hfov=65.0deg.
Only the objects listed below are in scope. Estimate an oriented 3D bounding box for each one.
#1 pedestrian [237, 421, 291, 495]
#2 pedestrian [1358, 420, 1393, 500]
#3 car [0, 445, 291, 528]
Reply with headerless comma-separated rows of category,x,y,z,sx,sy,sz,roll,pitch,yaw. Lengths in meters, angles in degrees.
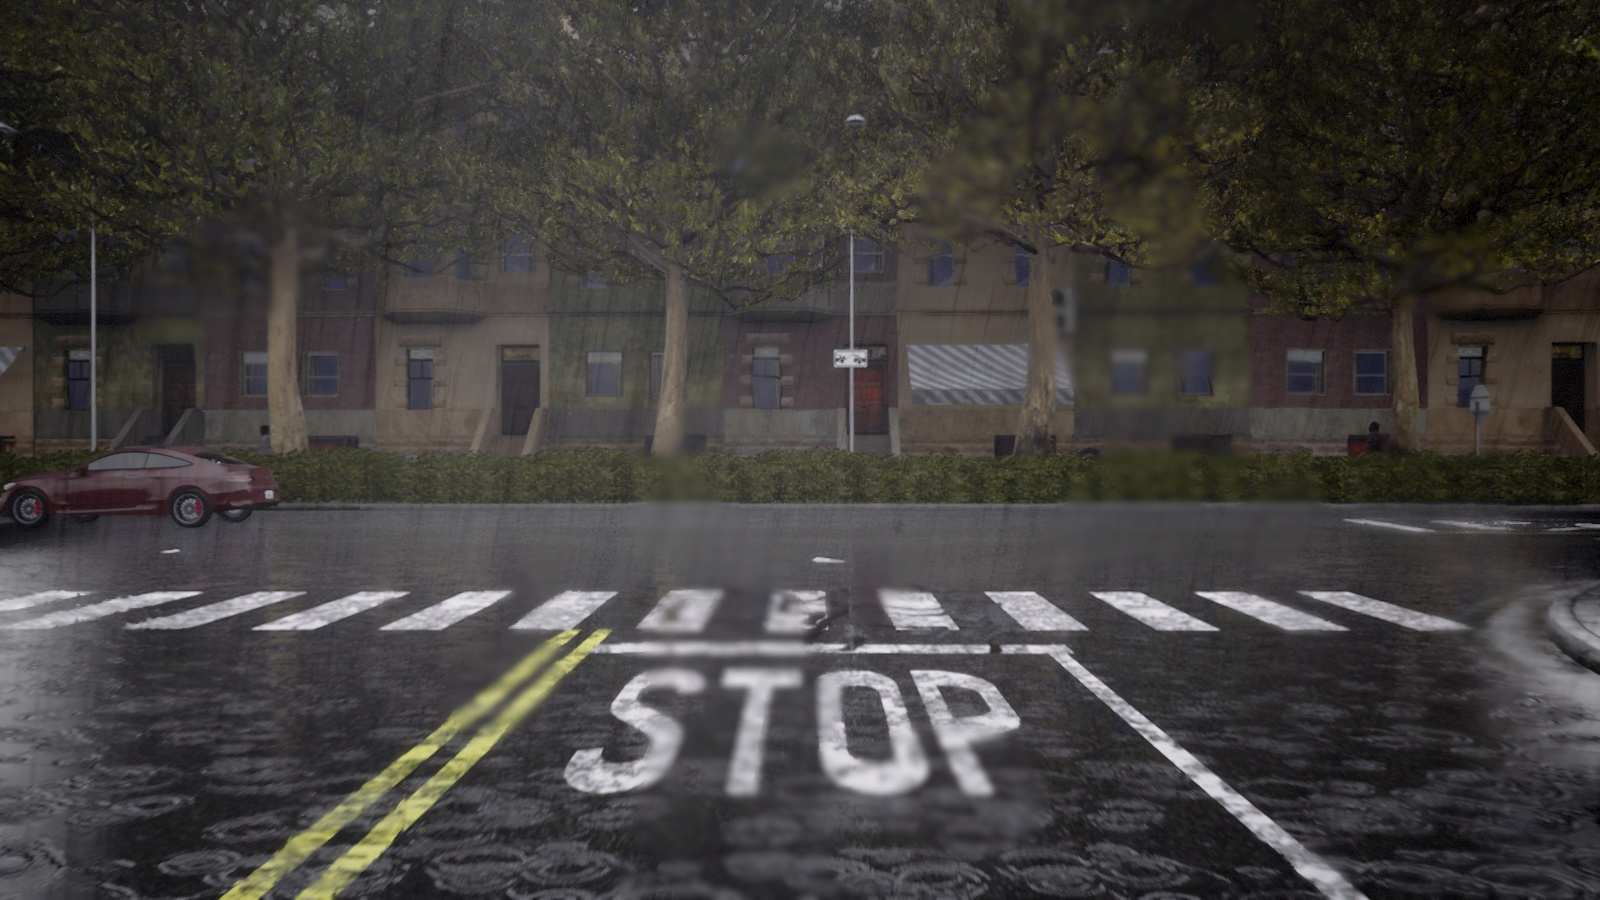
pedestrian,-13.628,0.201,31.946,0.900,1.855,0.874,0,0,12
pedestrian,13.880,0.233,30.295,0.666,1.930,0.402,0,0,3
car,-11.890,0.627,22.674,4.674,1.442,1.812,0,0,1
